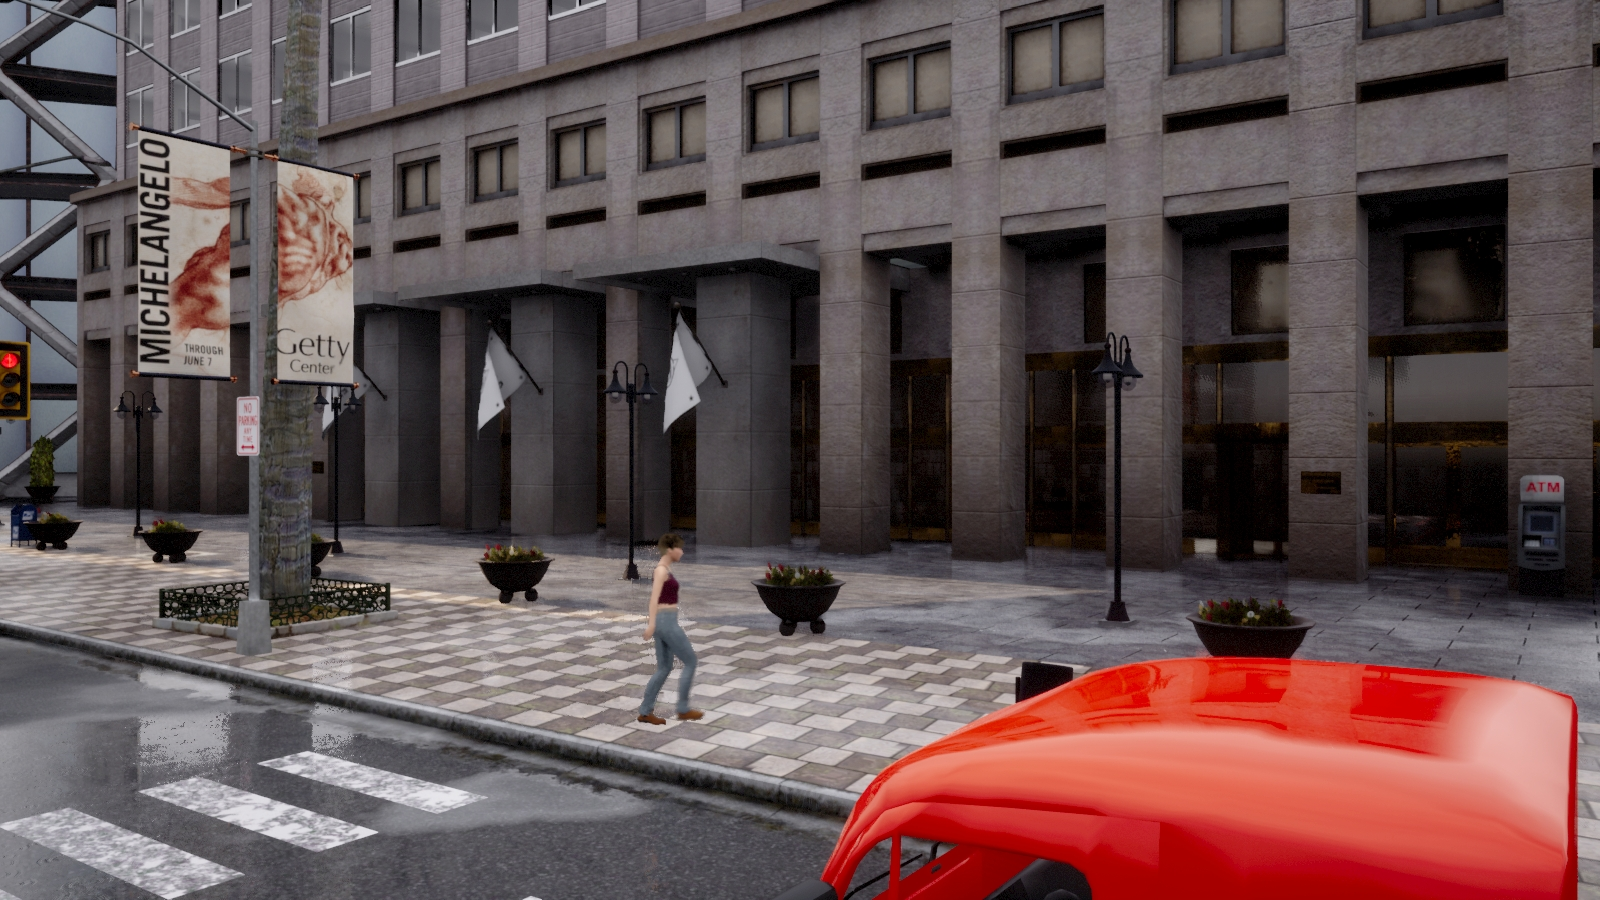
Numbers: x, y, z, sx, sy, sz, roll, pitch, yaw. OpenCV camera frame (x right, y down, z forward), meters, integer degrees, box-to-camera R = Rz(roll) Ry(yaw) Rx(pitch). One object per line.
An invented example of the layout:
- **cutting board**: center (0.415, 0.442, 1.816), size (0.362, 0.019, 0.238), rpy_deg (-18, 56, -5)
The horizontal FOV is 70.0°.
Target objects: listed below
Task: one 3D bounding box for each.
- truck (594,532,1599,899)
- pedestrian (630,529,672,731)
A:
- **truck**: center (2.439, 1.568, 2.094), size (5.204, 2.467, 2.627), rpy_deg (0, 0, 35)
- **pedestrian**: center (-1.423, 1.694, 10.881), size (0.375, 1.860, 0.375), rpy_deg (0, 0, -11)
